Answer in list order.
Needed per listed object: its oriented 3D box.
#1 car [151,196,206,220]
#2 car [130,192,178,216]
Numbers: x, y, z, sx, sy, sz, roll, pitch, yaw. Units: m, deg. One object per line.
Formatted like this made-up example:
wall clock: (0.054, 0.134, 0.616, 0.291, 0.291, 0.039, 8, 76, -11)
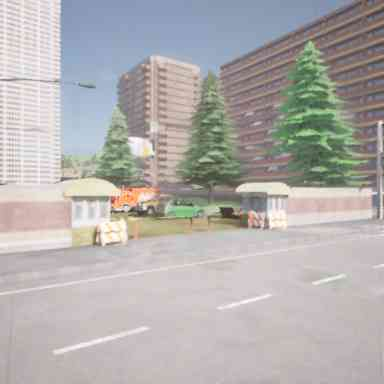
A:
car: (-0.851, 1.334, 26.210, 3.988, 1.617, 1.851, 0, 0, -35)
car: (-2.883, 1.165, 30.256, 4.605, 1.855, 1.932, 0, 0, -35)
